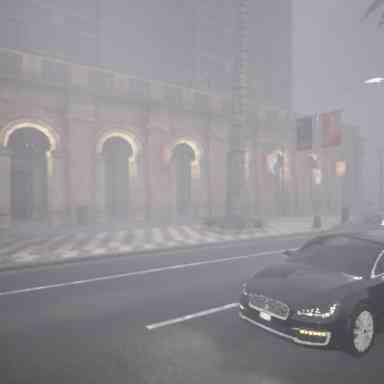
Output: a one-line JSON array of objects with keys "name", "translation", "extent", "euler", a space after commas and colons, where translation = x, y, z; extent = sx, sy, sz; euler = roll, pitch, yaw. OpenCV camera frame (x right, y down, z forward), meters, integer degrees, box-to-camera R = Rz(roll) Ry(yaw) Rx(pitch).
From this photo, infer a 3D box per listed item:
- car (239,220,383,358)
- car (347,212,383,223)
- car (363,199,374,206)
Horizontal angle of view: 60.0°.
[{"name": "car", "translation": [3.023, 1.502, 6.097], "extent": [4.892, 1.490, 1.837], "euler": [0, 0, -35]}, {"name": "car", "translation": [7.673, 1.541, 13.597], "extent": [5.357, 1.411, 2.033], "euler": [0, 0, -35]}, {"name": "car", "translation": [25.832, 1.523, 52.762], "extent": [2.033, 1.411, 5.357], "euler": [0, 0, -35]}]
